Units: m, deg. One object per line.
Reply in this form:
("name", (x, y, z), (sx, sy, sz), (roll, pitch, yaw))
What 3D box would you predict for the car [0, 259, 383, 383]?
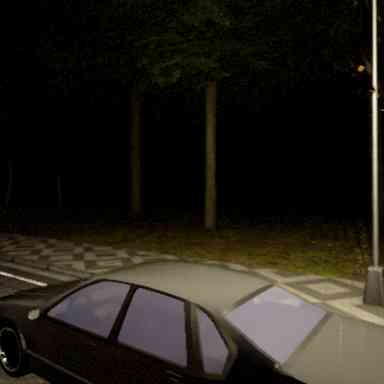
("car", (-0.367, 1.556, 3.823), (5.357, 1.411, 2.033), (0, 0, 36))
